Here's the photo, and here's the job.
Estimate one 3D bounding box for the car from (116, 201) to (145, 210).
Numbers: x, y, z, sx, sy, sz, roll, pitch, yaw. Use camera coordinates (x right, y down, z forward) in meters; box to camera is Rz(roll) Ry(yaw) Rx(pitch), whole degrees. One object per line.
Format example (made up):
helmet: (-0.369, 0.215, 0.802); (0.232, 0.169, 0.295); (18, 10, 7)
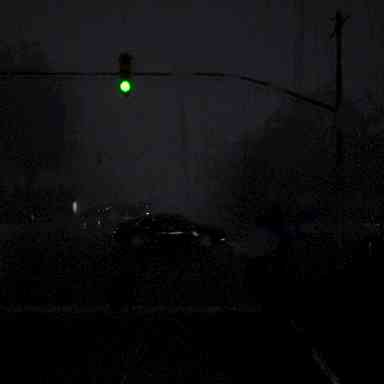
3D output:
car: (-7.083, 2.068, 38.602); (1.994, 1.385, 4.181); (0, -1, 0)

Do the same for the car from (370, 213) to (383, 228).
car: (14.830, 1.897, 22.724); (4.718, 1.301, 1.895); (0, -1, -3)

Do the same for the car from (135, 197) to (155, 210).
car: (-7.099, 1.979, 48.501); (2.097, 1.767, 4.553); (0, -1, 0)

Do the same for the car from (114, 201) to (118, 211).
car: (-10.597, 2.103, 48.684); (1.882, 1.535, 5.008); (0, -1, 0)

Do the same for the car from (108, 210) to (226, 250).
car: (-0.959, 1.719, 14.728); (4.892, 1.490, 1.837); (0, -1, -3)

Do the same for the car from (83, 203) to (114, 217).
car: (-10.594, 2.016, 37.528); (1.812, 1.442, 4.674); (0, -1, 1)

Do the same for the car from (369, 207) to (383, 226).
car: (17.213, 1.891, 26.364); (5.357, 1.411, 2.033); (0, -1, -3)

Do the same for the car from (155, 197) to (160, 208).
car: (-7.256, 1.980, 63.487); (2.150, 2.045, 5.566); (0, 0, -1)

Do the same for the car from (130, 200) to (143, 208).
car: (-10.800, 2.337, 65.293); (1.994, 1.385, 4.181); (0, 0, -2)
